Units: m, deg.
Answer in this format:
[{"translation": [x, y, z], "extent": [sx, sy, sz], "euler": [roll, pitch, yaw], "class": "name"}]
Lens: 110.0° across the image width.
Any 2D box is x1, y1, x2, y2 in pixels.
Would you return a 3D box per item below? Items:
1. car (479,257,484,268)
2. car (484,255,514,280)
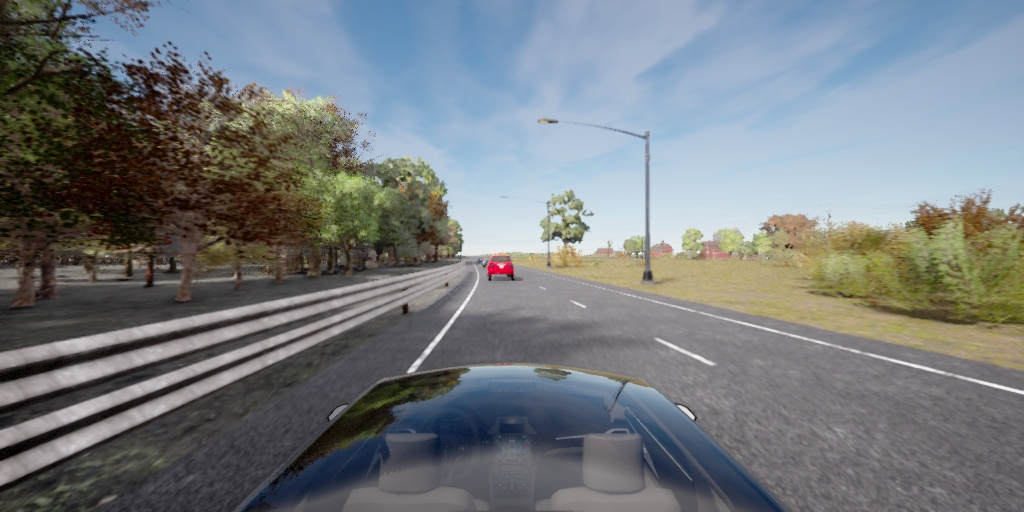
[{"translation": [-3.873, 1.267, 57.478], "extent": [1.895, 1.301, 4.718], "euler": [0, 0, -7], "class": "car"}, {"translation": [-1.034, 0.932, 30.809], "extent": [2.150, 2.045, 5.566], "euler": [0, 0, -5], "class": "car"}]
